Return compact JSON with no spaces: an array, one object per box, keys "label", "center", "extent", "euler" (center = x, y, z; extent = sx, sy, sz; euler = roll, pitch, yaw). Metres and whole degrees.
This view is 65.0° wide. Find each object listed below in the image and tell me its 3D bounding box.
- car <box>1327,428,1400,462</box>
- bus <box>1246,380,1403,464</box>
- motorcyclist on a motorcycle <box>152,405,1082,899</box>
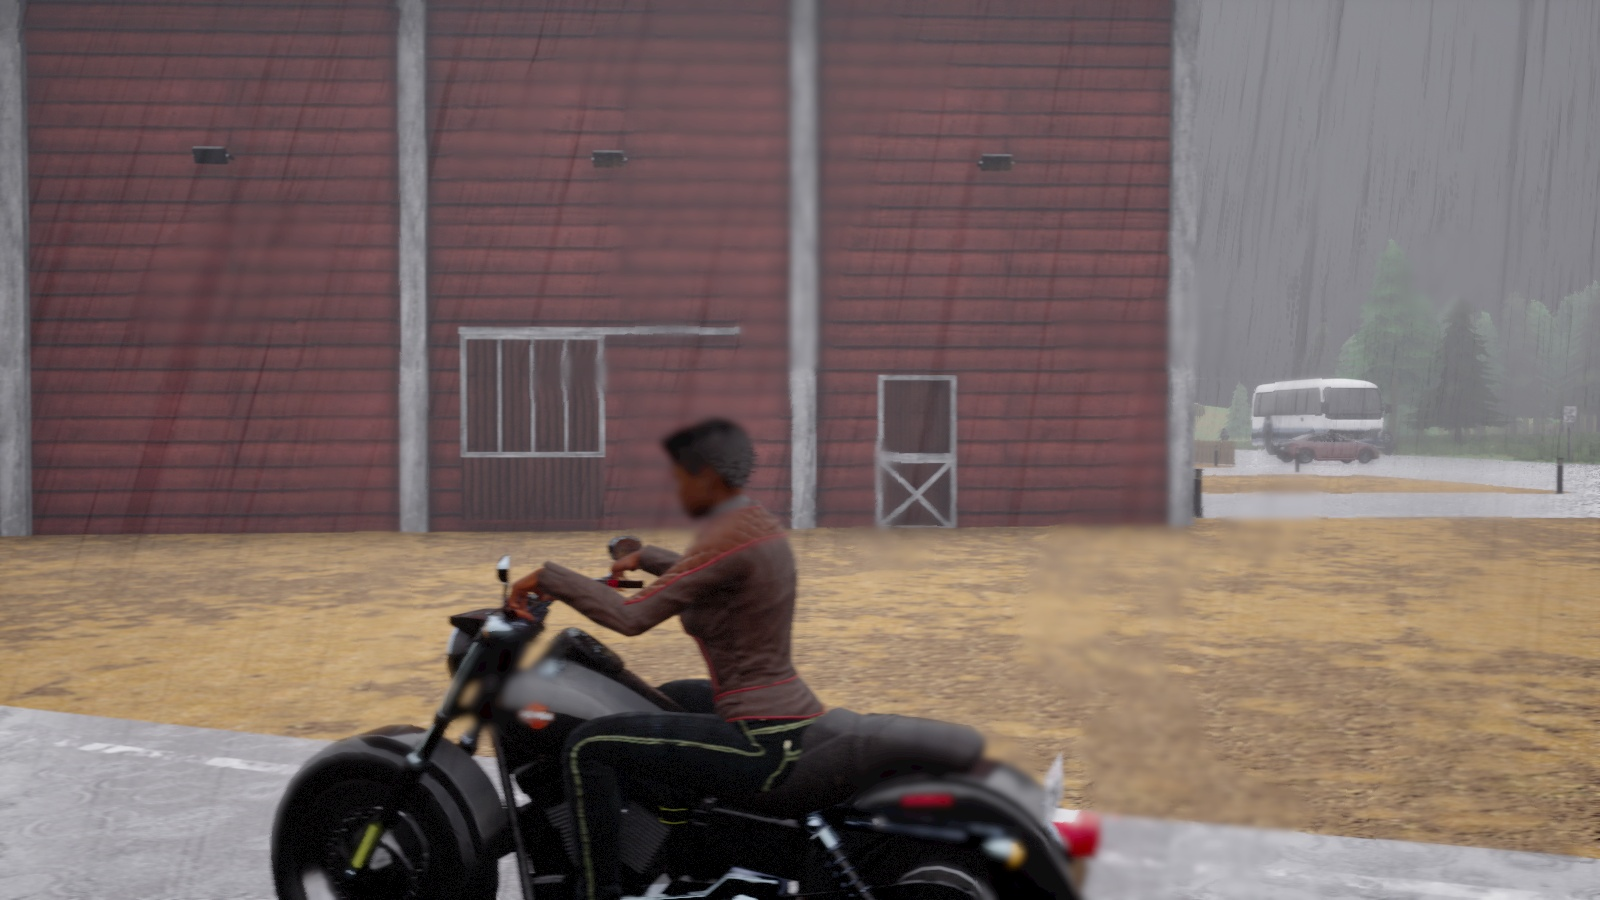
[{"label":"car","center":[31.947,-0.325,71.340],"extent":[1.932,1.855,4.605],"euler":[0,1,-2]},{"label":"bus","center":[28.534,-1.504,69.059],"extent":[3.944,4.253,10.273],"euler":[0,1,-2]},{"label":"motorcyclist on a motorcycle","center":[-0.490,0.723,3.346],"extent":[2.350,1.649,0.766],"euler":[0,1,19]}]
